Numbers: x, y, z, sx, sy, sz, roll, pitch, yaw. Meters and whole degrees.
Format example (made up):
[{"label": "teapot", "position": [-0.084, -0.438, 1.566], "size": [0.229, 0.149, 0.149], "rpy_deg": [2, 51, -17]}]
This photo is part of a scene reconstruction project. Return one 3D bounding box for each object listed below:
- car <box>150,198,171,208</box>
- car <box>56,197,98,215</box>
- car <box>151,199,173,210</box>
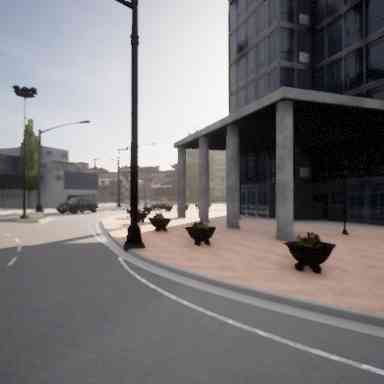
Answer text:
[{"label": "car", "position": [-5.862, 2.016, 61.666], "size": [2.097, 1.767, 4.553], "rpy_deg": [0, -1, 21]}, {"label": "car", "position": [-13.933, 1.642, 40.822], "size": [2.150, 2.045, 5.566], "rpy_deg": [0, 0, 25]}, {"label": "car", "position": [-4.769, 2.187, 54.214], "size": [1.895, 1.301, 4.718], "rpy_deg": [0, -1, 20]}]
